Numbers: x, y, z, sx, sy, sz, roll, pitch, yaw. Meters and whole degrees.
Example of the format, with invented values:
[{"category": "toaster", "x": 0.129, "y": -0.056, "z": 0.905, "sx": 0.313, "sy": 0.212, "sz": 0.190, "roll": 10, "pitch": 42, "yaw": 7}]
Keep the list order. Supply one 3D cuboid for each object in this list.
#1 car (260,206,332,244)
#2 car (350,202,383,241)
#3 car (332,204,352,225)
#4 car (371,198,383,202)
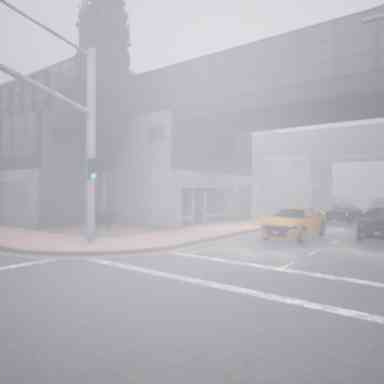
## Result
[{"category": "car", "x": 4.987, "y": 1.438, "z": 16.080, "sx": 1.882, "sy": 1.535, "sz": 5.008, "roll": 1, "pitch": 0, "yaw": 36}, {"category": "car", "x": 9.268, "y": 1.465, "z": 15.998, "sx": 1.882, "sy": 1.535, "sz": 5.008, "roll": 1, "pitch": 0, "yaw": 36}, {"category": "car", "x": 10.929, "y": 1.561, "z": 24.180, "sx": 1.895, "sy": 1.301, "sz": 4.718, "roll": 1, "pitch": 0, "yaw": 36}, {"category": "car", "x": 23.221, "y": 1.440, "z": 40.839, "sx": 1.882, "sy": 1.535, "sz": 5.008, "roll": 1, "pitch": 0, "yaw": 37}]
